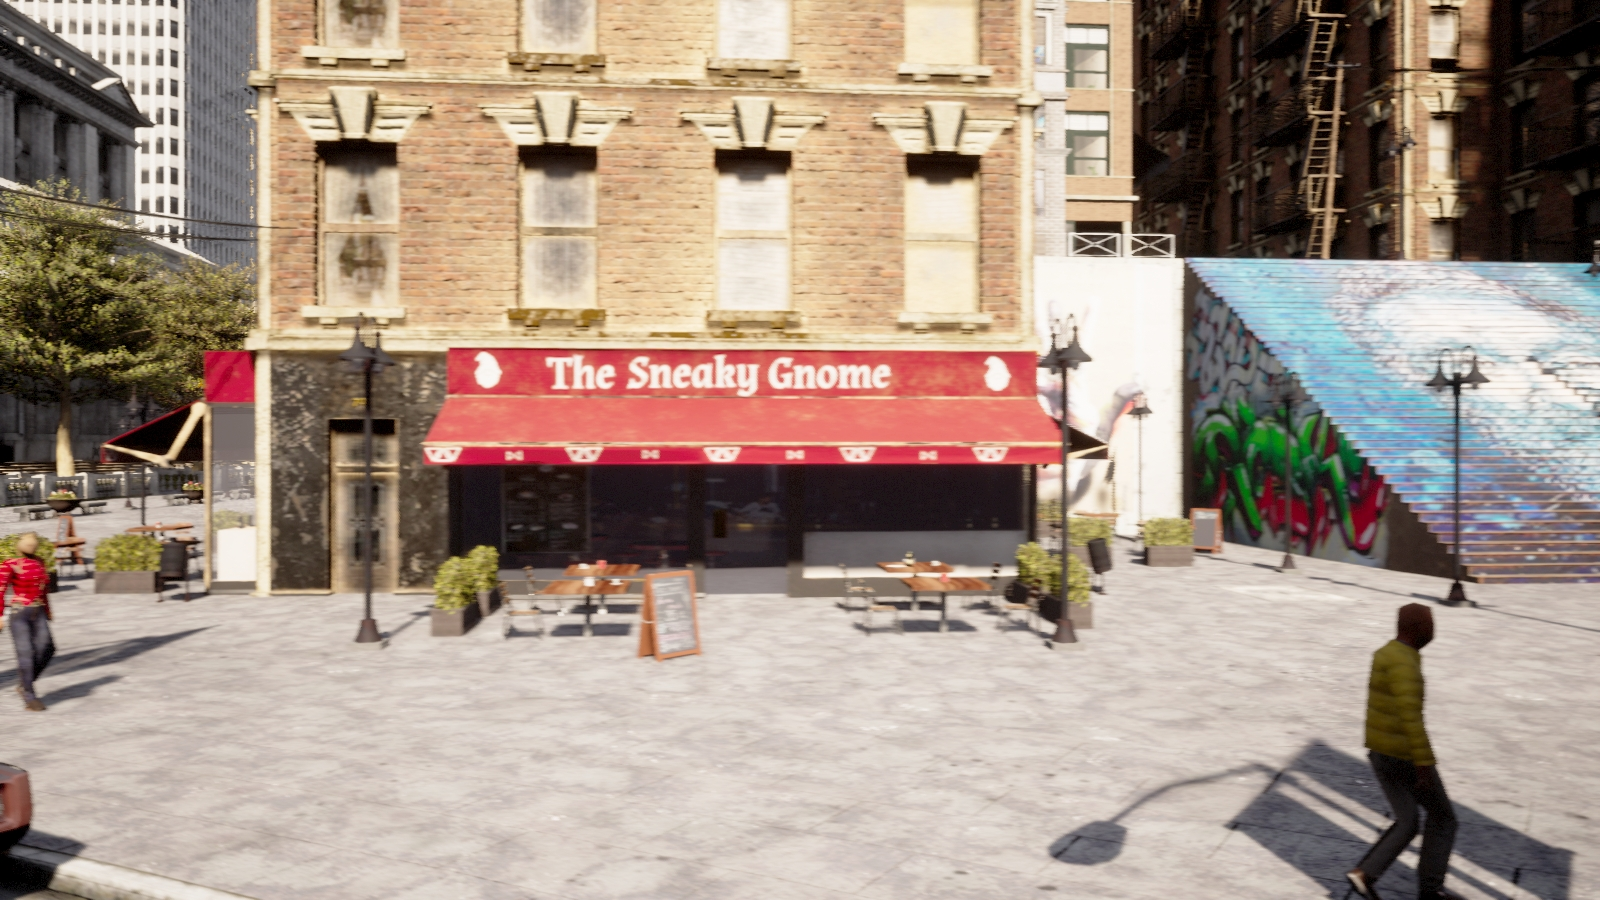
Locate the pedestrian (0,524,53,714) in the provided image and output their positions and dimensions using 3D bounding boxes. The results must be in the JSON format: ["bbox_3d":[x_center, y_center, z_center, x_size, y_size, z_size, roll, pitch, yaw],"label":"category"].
[{"bbox_3d":[-7.911,1.696,11.628,0.375,1.860,0.375,0,0,22],"label":"pedestrian"}]

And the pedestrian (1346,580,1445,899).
[{"bbox_3d":[3.387,1.693,6.517,0.375,1.860,0.375,0,0,2],"label":"pedestrian"}]
